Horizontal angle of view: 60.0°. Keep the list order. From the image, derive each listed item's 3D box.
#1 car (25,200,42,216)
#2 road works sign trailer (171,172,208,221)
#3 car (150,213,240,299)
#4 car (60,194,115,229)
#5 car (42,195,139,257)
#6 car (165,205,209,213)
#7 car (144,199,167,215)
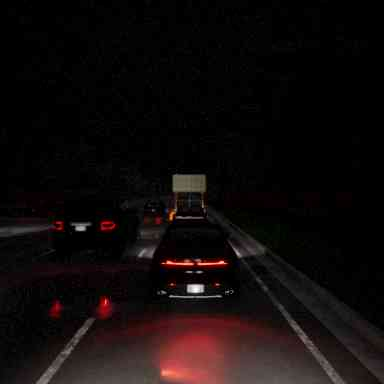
[{"bbox_3d":[-14.152,1.477,32.011,1.882,1.535,5.008,0,0,0],"label":"car"},{"bbox_3d":[-0.185,0.464,22.712,2.380,3.560,2.880,0,0,-3],"label":"road works sign trailer"},{"bbox_3d":[0.047,1.505,8.453,1.837,1.490,4.892,0,0,0],"label":"car"},{"bbox_3d":[-7.075,1.223,23.233,2.150,2.045,5.566,0,0,-1],"label":"car"},{"bbox_3d":[-3.485,1.223,13.024,2.150,2.045,5.566,0,0,0],"label":"car"},{"bbox_3d":[-0.066,1.488,18.842,2.128,1.511,4.902,0,0,1],"label":"car"},{"bbox_3d":[-3.668,1.493,33.777,2.128,1.511,4.902,0,0,-1],"label":"car"}]
